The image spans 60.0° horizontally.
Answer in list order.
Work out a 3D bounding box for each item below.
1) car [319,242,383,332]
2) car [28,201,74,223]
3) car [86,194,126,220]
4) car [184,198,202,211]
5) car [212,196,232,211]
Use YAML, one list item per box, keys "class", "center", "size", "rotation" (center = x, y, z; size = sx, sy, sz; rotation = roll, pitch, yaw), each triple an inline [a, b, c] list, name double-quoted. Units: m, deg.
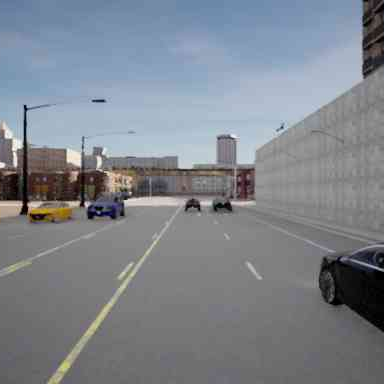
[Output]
- class: "car"
  center: [3.599, 1.489, 5.136]
  size: [2.128, 1.511, 4.902]
  rotation: [0, 0, 0]
- class: "car"
  center: [-10.592, 1.468, 25.324]
  size: [1.882, 1.535, 5.008]
  rotation: [0, 0, 0]
- class: "car"
  center: [-7.088, 1.210, 28.053]
  size: [2.150, 2.045, 5.566]
  rotation: [0, 0, 0]
- class: "car"
  center: [0.090, 1.488, 41.041]
  size: [1.837, 1.490, 4.892]
  rotation: [0, 0, 0]
- class: "car"
  center: [3.595, 1.336, 40.536]
  size: [2.097, 1.767, 4.553]
  rotation: [0, 0, 0]
